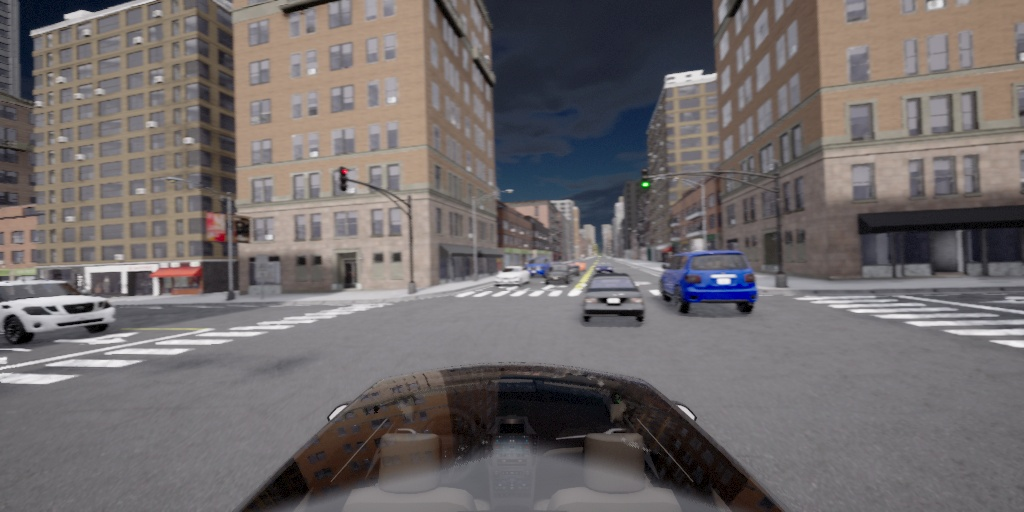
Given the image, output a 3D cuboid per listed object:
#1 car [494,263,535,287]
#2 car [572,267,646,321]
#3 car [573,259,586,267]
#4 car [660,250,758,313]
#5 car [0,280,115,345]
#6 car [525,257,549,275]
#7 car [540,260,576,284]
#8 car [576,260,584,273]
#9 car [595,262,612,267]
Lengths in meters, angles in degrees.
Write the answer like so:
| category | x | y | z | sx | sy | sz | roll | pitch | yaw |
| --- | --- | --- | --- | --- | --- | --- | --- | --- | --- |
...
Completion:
| category | x | y | z | sx | sy | sz | roll | pitch | yaw |
| --- | --- | --- | --- | --- | --- | --- | --- | --- | --- |
| car | 0.141 | 1.491 | 27.259 | 1.812 | 1.442 | 4.674 | -2 | 0 | 15 |
| car | 3.387 | 1.279 | 12.318 | 2.033 | 1.411 | 5.357 | -2 | -1 | 14 |
| car | 8.896 | 1.204 | 48.990 | 2.097 | 1.767 | 4.553 | -2 | 0 | 14 |
| car | 6.954 | 0.841 | 13.268 | 2.150 | 2.045 | 5.566 | -2 | 0 | 14 |
| car | -17.293 | 1.881 | 12.766 | 5.566 | 2.045 | 2.150 | -3 | -1 | 12 |
| car | 2.761 | 1.186 | 37.810 | 2.150 | 2.045 | 5.566 | -2 | 0 | 14 |
| car | 3.713 | 1.357 | 28.076 | 1.837 | 1.490 | 4.892 | -2 | 0 | 14 |
| car | 6.138 | 1.417 | 37.862 | 1.994 | 1.385 | 4.181 | -2 | 0 | 14 |
| car | 9.944 | 1.336 | 38.990 | 1.895 | 1.301 | 4.718 | -2 | 0 | 14 |
